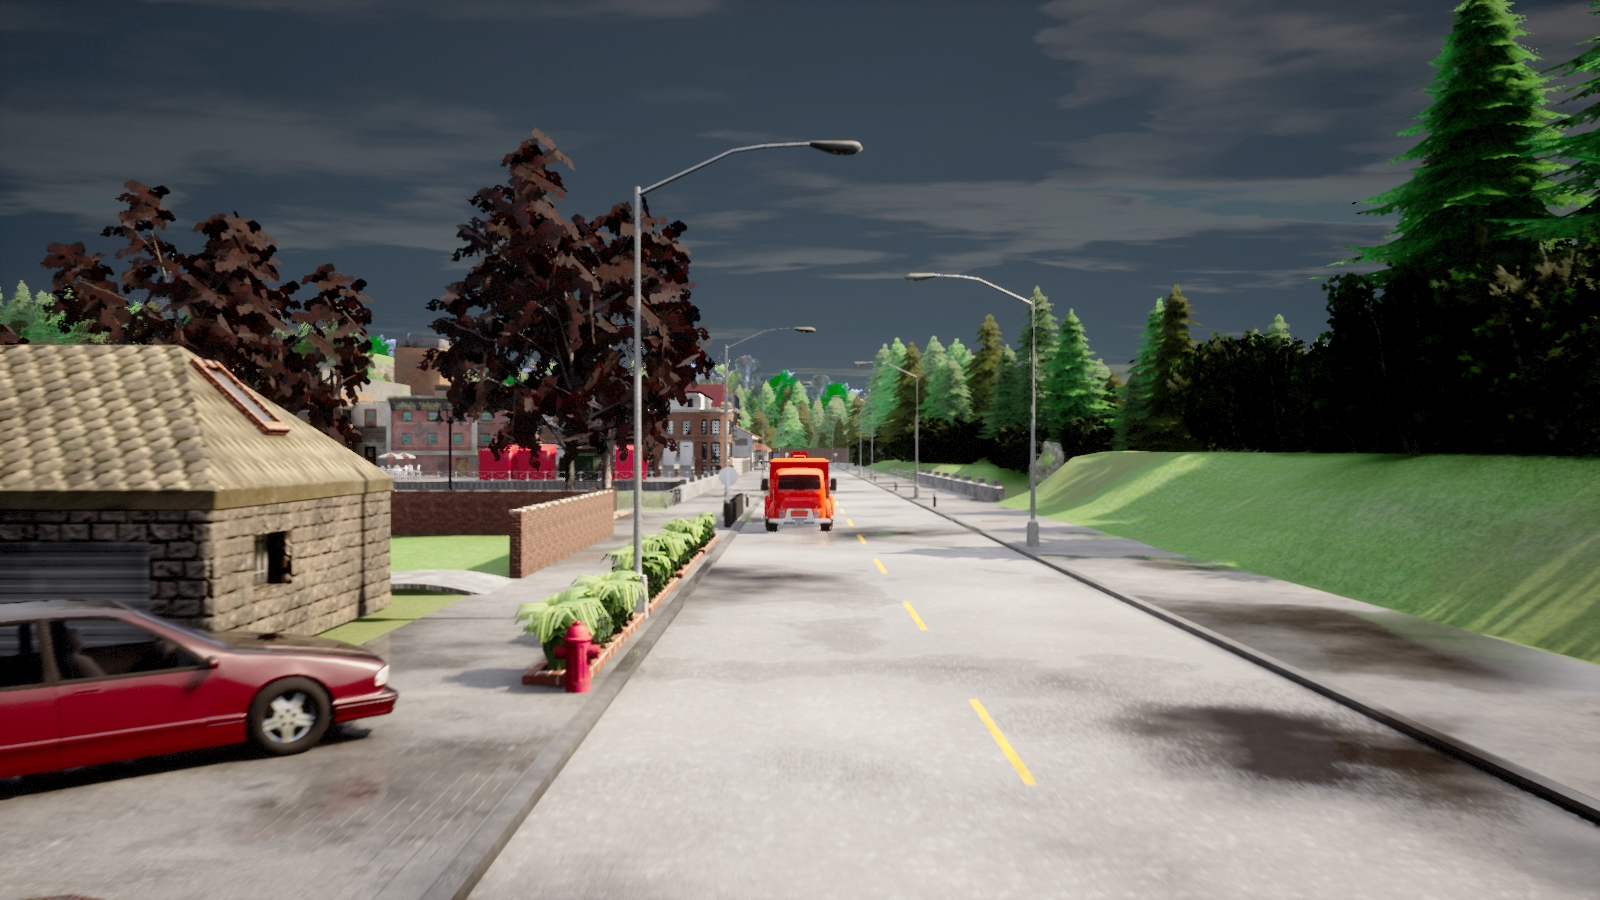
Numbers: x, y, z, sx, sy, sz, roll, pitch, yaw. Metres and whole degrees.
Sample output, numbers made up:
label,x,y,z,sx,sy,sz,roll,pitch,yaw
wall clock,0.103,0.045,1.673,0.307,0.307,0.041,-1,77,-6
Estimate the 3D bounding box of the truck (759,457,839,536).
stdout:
label,x,y,z,sx,sy,sz,roll,pitch,yaw
truck,-0.030,1.553,40.424,2.627,2.467,5.204,0,1,0
